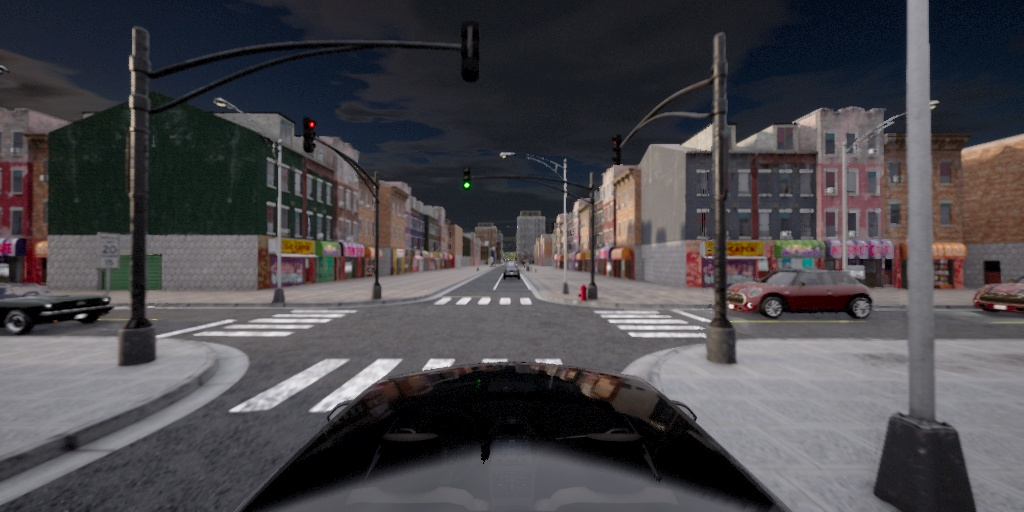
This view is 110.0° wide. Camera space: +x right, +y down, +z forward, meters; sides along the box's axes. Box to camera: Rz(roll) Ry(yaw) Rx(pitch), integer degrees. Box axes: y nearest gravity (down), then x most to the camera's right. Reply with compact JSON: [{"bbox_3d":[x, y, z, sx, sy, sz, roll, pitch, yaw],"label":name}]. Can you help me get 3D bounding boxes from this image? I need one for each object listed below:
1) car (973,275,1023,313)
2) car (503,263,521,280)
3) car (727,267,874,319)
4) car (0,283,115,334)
[{"bbox_3d":[20.310,1.314,13.291,4.553,1.767,2.097,0,-1,0],"label":"car"},{"bbox_3d":[-0.033,1.789,38.070,1.948,1.339,4.313,0,0,0],"label":"car"},{"bbox_3d":[10.332,1.283,13.274,4.553,1.767,2.097,0,-1,0],"label":"car"},{"bbox_3d":[-14.651,1.425,10.272,4.718,1.301,1.895,0,-1,-3],"label":"car"}]
